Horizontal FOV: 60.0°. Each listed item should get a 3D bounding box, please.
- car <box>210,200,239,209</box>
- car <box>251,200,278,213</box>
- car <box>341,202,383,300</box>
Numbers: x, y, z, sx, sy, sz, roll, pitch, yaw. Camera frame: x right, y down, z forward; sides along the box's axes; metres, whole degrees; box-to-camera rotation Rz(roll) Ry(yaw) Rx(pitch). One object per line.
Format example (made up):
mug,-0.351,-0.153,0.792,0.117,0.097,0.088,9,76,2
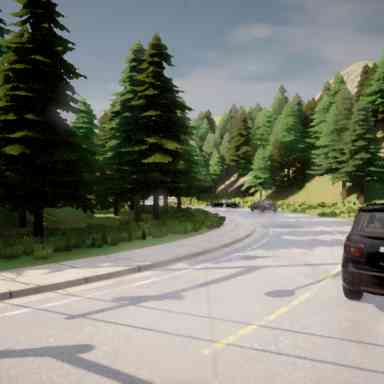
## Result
car,4.697,1.786,49.356,1.895,1.301,4.718,0,0,-33
car,8.599,1.681,39.800,1.812,1.442,4.674,0,0,-13
car,5.057,1.245,7.784,2.150,2.045,5.566,0,0,35
